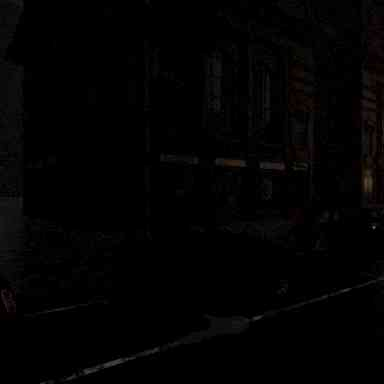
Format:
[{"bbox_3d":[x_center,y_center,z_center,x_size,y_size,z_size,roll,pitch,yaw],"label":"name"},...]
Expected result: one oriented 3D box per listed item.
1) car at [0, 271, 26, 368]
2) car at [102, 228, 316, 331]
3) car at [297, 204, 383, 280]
[{"bbox_3d":[-4.207,1.440,3.646,4.097,1.590,1.967,0,0,-35],"label":"car"},{"bbox_3d":[0.355,1.566,6.896,4.313,1.339,1.947,0,0,-35],"label":"car"},{"bbox_3d":[4.919,1.316,10.146,5.009,1.841,2.192,0,0,-35],"label":"car"}]
